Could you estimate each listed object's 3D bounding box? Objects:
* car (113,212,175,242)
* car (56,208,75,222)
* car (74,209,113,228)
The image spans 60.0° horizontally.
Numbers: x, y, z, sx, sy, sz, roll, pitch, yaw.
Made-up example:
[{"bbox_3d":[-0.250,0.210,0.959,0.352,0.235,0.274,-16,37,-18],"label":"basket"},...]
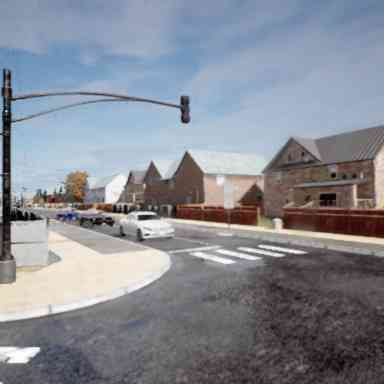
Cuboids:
[{"bbox_3d":[-2.673,1.855,18.701,1.812,1.442,4.674,0,-1,-30],"label":"car"},{"bbox_3d":[-13.178,2.409,35.664,1.895,1.301,4.718,0,-2,-32],"label":"car"},{"bbox_3d":[-7.809,2.159,26.986,1.895,1.301,4.718,0,-2,-32],"label":"car"}]
